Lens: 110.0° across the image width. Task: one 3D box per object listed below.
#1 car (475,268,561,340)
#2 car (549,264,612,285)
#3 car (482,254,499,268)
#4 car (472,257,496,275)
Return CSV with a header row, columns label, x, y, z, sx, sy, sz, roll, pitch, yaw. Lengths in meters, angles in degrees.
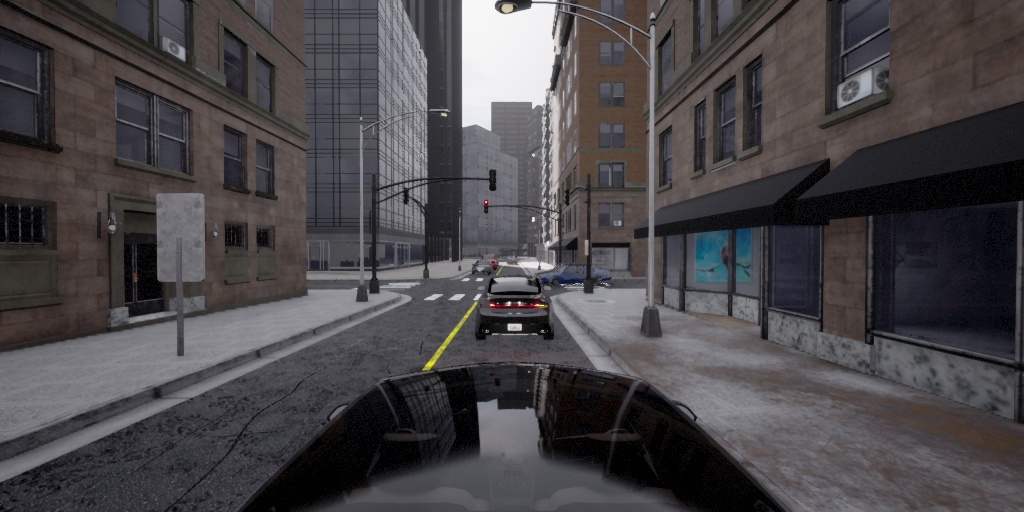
label,x,y,z,sx,sy,sz,roll,pitch,yaw
car,0.070,1.252,9.972,1.837,1.490,4.892,0,0,0
car,4.027,1.250,24.326,5.357,1.411,2.033,-1,1,-14
car,-3.151,0.809,48.266,2.150,2.045,5.566,0,1,0
car,-3.134,1.163,37.962,2.128,1.511,4.902,0,0,0
